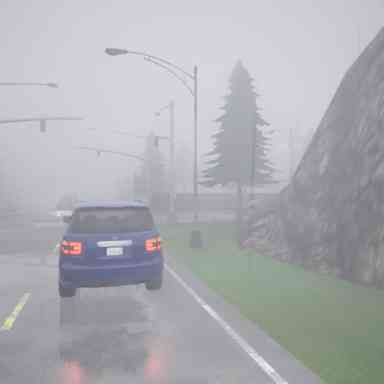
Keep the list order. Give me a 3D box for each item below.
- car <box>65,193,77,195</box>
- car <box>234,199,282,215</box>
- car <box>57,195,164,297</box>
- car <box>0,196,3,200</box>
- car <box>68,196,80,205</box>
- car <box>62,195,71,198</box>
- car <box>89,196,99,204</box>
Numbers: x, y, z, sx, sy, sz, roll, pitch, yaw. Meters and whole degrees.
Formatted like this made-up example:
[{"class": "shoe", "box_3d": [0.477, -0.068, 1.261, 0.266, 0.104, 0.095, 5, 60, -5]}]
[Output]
[{"class": "car", "box_3d": [-19.119, 1.221, 52.437, 2.150, 2.045, 5.566, 0, 0, -17]}, {"class": "car", "box_3d": [6.623, 1.505, 33.222, 4.892, 1.490, 1.837, 0, 0, -18]}, {"class": "car", "box_3d": [-2.214, 1.221, 8.890, 2.150, 2.045, 5.566, 0, 0, -16]}, {"class": "car", "box_3d": [-36.278, 1.373, 61.347, 1.845, 1.501, 3.633, 0, 0, -16]}, {"class": "car", "box_3d": [-21.980, 1.564, 62.130, 1.994, 1.385, 4.181, 0, 0, -16]}, {"class": "car", "box_3d": [-16.252, 1.491, 42.885, 2.128, 1.511, 4.902, 0, 0, -17]}, {"class": "car", "box_3d": [-19.029, 1.525, 64.602, 1.812, 1.442, 4.674, 0, 0, -17]}]
